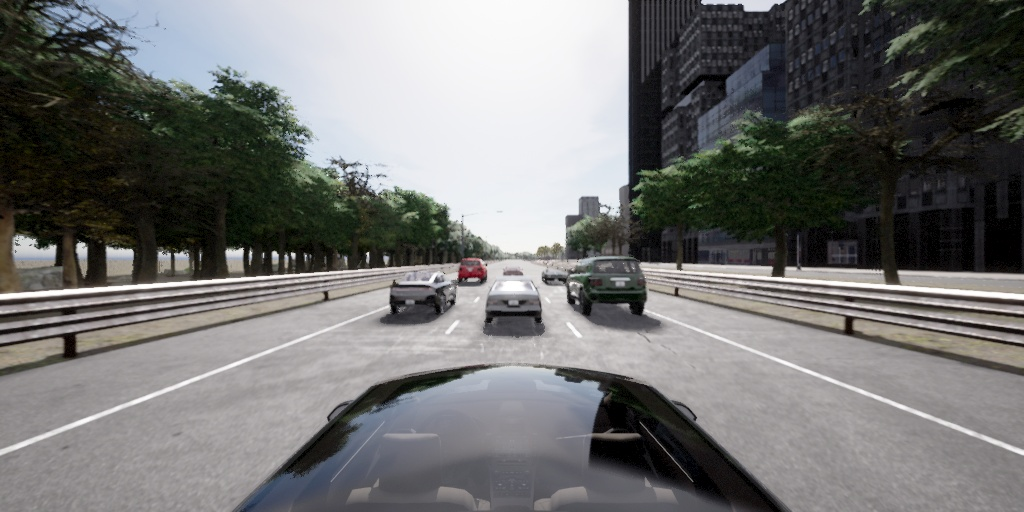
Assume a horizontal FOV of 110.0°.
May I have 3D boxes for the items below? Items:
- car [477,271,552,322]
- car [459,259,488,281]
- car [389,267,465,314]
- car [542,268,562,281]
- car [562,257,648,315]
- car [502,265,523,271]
[{"bbox_3d":[0.066,1.420,12.893,2.033,1.411,5.357,0,-1,0],"label":"car"},{"bbox_3d":[-3.414,1.280,31.851,2.150,2.045,5.566,0,-1,0],"label":"car"},{"bbox_3d":[-3.428,1.380,14.559,2.128,1.511,4.902,0,-1,0],"label":"car"},{"bbox_3d":[3.581,1.654,31.117,1.895,1.301,4.718,0,-1,0],"label":"car"},{"bbox_3d":[3.574,1.100,14.468,2.150,2.045,5.566,0,-2,0],"label":"car"},{"bbox_3d":[0.087,1.603,33.659,1.812,1.442,4.674,0,-1,0],"label":"car"}]
